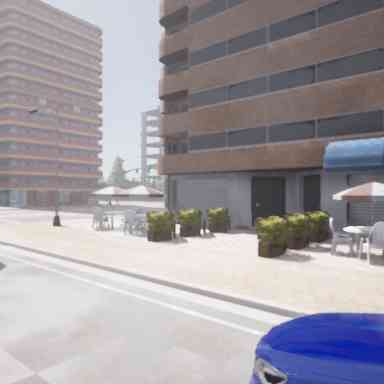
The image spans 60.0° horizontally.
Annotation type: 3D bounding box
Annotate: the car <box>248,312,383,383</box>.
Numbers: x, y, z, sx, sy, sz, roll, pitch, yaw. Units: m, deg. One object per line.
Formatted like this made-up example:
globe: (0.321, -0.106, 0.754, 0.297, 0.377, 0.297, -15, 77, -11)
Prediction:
car: (2.704, 1.547, 2.316, 4.674, 1.442, 1.812, 0, 0, 34)
